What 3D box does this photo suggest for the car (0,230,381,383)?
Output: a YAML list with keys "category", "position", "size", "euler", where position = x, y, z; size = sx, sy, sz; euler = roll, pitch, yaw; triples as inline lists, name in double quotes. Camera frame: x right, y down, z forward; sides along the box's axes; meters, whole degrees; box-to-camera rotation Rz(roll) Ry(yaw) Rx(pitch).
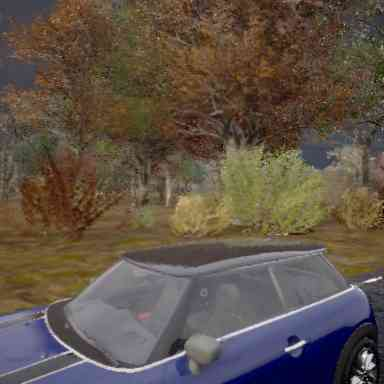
- category: "car"
  position: [-0.152, 1.357, 3.274]
  size: [4.553, 1.767, 2.097]
  euler: [0, 0, -36]
